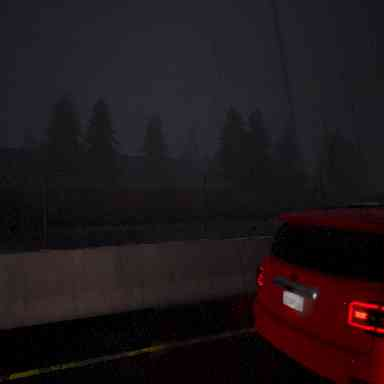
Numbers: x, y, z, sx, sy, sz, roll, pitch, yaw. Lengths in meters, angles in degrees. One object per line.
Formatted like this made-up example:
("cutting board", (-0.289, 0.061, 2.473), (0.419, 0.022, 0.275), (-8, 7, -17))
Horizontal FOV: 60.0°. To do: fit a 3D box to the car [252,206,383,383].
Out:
("car", (3.485, 1.221, 4.537), (5.566, 2.045, 2.150), (0, 0, -24))
